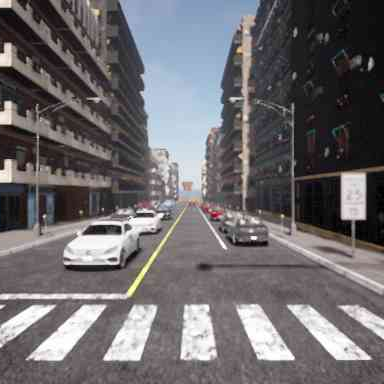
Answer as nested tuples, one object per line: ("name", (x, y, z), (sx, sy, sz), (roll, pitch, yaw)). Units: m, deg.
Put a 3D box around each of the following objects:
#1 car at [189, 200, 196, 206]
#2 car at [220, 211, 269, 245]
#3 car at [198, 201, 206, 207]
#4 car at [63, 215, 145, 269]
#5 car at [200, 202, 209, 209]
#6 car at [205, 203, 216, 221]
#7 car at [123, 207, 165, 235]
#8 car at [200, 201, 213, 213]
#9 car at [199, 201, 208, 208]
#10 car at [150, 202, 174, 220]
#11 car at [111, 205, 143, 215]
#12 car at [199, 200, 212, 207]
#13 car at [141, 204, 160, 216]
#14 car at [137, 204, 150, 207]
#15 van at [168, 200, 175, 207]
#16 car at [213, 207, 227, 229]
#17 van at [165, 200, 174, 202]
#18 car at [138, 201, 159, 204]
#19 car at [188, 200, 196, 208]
("car", (0.022, 3.076, 91.825), (1.882, 1.535, 5.008), (0, -1, 0))
("car", (2.809, 1.890, 17.317), (2.008, 1.369, 4.403), (-1, -1, 0))
("car", (2.696, 3.207, 90.687), (1.752, 1.417, 4.829), (-1, -1, 0))
("car", (-3.110, 1.787, 12.334), (1.812, 1.442, 4.674), (0, -1, 1))
("car", (2.693, 2.940, 73.624), (1.802, 1.307, 4.206), (-1, -1, 0))
("car", (2.701, 2.179, 34.110), (1.887, 1.381, 4.507), (-1, -1, 0))
("car", (-3.095, 1.958, 22.242), (1.812, 1.442, 4.674), (0, -1, 0))
("car", (2.686, 2.486, 51.102), (1.887, 1.381, 4.507), (-1, -1, 0))
("car", (2.691, 2.904, 79.257), (1.967, 1.590, 4.097), (-1, -1, 0))
("car", (-3.078, 2.153, 35.223), (2.128, 1.511, 4.902), (0, -1, 0))
("car", (-5.836, 2.099, 28.676), (2.008, 1.369, 4.403), (-1, -1, 0))
("car", (2.683, 2.359, 56.737), (2.192, 1.841, 5.009), (-1, -1, 0))
("car", (-5.661, 2.402, 45.572), (2.008, 1.369, 4.403), (-1, -1, 0))
("car", (-5.834, 2.214, 34.307), (1.947, 1.339, 4.313), (-1, -1, 0))
("van", (-5.656, 3.032, 90.626), (1.690, 1.788, 3.998), (-1, -1, 0))
("car", (2.801, 1.986, 22.847), (2.008, 1.369, 4.403), (-1, -1, 0))
("van", (-5.658, 2.817, 79.364), (1.690, 1.788, 3.998), (-1, -1, 0))
("car", (-5.668, 2.064, 39.944), (2.192, 1.841, 5.009), (-1, -1, 0))
("car", (0.020, 2.982, 81.404), (1.882, 1.535, 5.008), (0, -1, 0))
